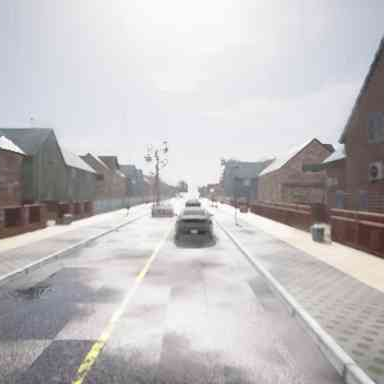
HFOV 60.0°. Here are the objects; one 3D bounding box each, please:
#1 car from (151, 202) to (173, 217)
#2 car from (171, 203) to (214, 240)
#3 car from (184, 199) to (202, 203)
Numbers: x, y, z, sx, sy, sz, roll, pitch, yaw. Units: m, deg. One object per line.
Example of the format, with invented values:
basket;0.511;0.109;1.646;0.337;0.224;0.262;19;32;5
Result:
car;-2.736;1.649;31.874;1.994;1.385;4.181;0;0;0
car;0.107;1.540;17.386;1.837;1.490;4.892;0;0;0
car;0.117;1.569;39.551;1.882;1.535;5.008;0;0;0
